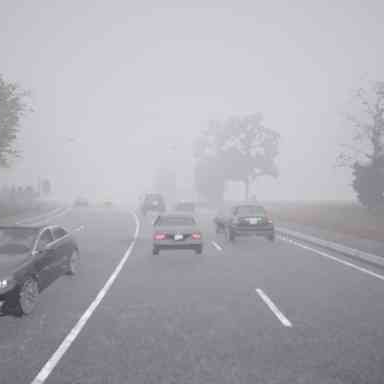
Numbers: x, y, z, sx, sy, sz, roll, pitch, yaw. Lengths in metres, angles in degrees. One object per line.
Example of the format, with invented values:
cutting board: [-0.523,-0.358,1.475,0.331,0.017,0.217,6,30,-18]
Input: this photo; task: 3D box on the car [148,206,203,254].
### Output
car: [-0.681,1.531,13.517,2.033,1.411,5.357,0,0,-5]

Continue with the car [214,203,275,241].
car: [2.447,1.327,16.626,2.097,1.767,4.553,0,0,-6]

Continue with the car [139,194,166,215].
car: [-4.003,1.184,33.297,2.150,2.045,5.566,0,0,-13]

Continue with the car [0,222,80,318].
car: [-3.950,1.488,7.468,2.128,1.511,4.902,0,0,-4]

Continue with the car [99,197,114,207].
car: [-12.650,1.423,49.269,1.882,1.535,5.008,0,0,-20]

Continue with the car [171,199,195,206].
car: [-1.030,1.436,35.802,1.882,1.535,5.008,0,0,-14]

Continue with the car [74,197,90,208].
car: [-15.946,1.424,48.096,1.882,1.535,5.008,0,0,-20]
